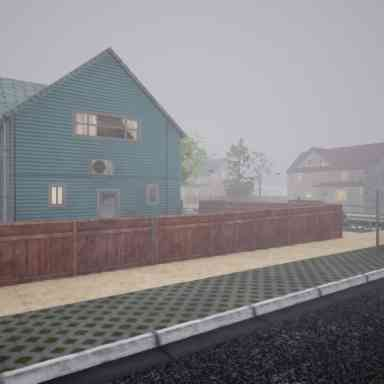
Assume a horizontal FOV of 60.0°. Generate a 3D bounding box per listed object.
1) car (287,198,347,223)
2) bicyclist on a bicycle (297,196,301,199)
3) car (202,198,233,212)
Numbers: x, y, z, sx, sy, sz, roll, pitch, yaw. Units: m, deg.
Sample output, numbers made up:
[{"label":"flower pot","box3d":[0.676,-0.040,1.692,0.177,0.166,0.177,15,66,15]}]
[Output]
[{"label":"car","box3d":[8.546,1.304,23.649,2.097,1.767,4.553,0,0,-35]},{"label":"bicyclist on a bicycle","box3d":[10.150,1.206,31.488,1.656,1.620,0.582,-1,1,-36]},{"label":"car","box3d":[2.713,1.383,31.831,1.882,1.535,5.008,0,0,-36]}]
